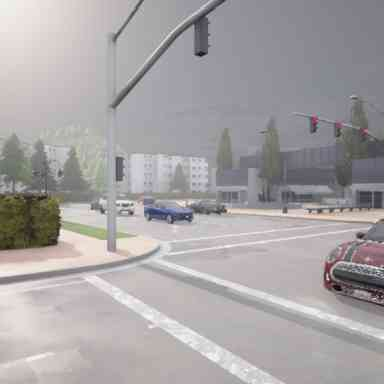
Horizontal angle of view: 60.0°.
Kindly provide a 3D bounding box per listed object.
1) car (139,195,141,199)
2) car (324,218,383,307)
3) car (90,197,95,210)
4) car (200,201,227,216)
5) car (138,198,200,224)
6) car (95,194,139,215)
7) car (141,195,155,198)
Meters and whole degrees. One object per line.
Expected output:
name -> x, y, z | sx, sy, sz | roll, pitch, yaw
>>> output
car -> -9.346, 1.352, 68.092 | 2.097, 1.767, 4.553 | 0, 0, 15
car -> 5.044, 1.352, 7.592 | 4.553, 1.767, 2.097 | 0, 0, -36
car -> -11.973, 1.352, 42.899 | 2.097, 1.767, 4.553 | 0, 0, -17
car -> 1.174, 1.547, 32.997 | 2.033, 1.411, 5.357 | 0, 0, -36
car -> -1.850, 1.478, 25.334 | 1.882, 1.535, 5.008 | 0, 0, -37
car -> -7.659, 1.221, 33.513 | 2.150, 2.045, 5.566 | 0, 0, -32
car -> -7.255, 1.477, 58.657 | 1.882, 1.535, 5.008 | 0, 0, 0
